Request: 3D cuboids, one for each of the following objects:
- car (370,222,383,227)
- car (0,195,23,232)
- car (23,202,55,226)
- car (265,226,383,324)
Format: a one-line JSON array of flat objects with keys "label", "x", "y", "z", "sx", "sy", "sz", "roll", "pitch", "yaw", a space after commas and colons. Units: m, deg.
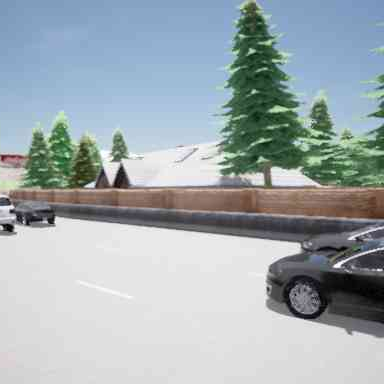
[{"label": "car", "x": 5.410, "y": 1.516, "z": 8.825, "sx": 4.902, "sy": 1.511, "sz": 2.128, "roll": 0, "pitch": 0, "yaw": 36}, {"label": "car", "x": -11.812, "y": 1.168, "z": 18.690, "sx": 5.566, "sy": 2.045, "sz": 2.150, "roll": 0, "pitch": 0, "yaw": 44}, {"label": "car", "x": -11.114, "y": 1.454, "z": 22.929, "sx": 4.892, "sy": 1.490, "sz": 1.837, "roll": 0, "pitch": 0, "yaw": 44}, {"label": "car", "x": 3.707, "y": 1.522, "z": 5.737, "sx": 4.892, "sy": 1.490, "sz": 1.837, "roll": 0, "pitch": 0, "yaw": 36}]
